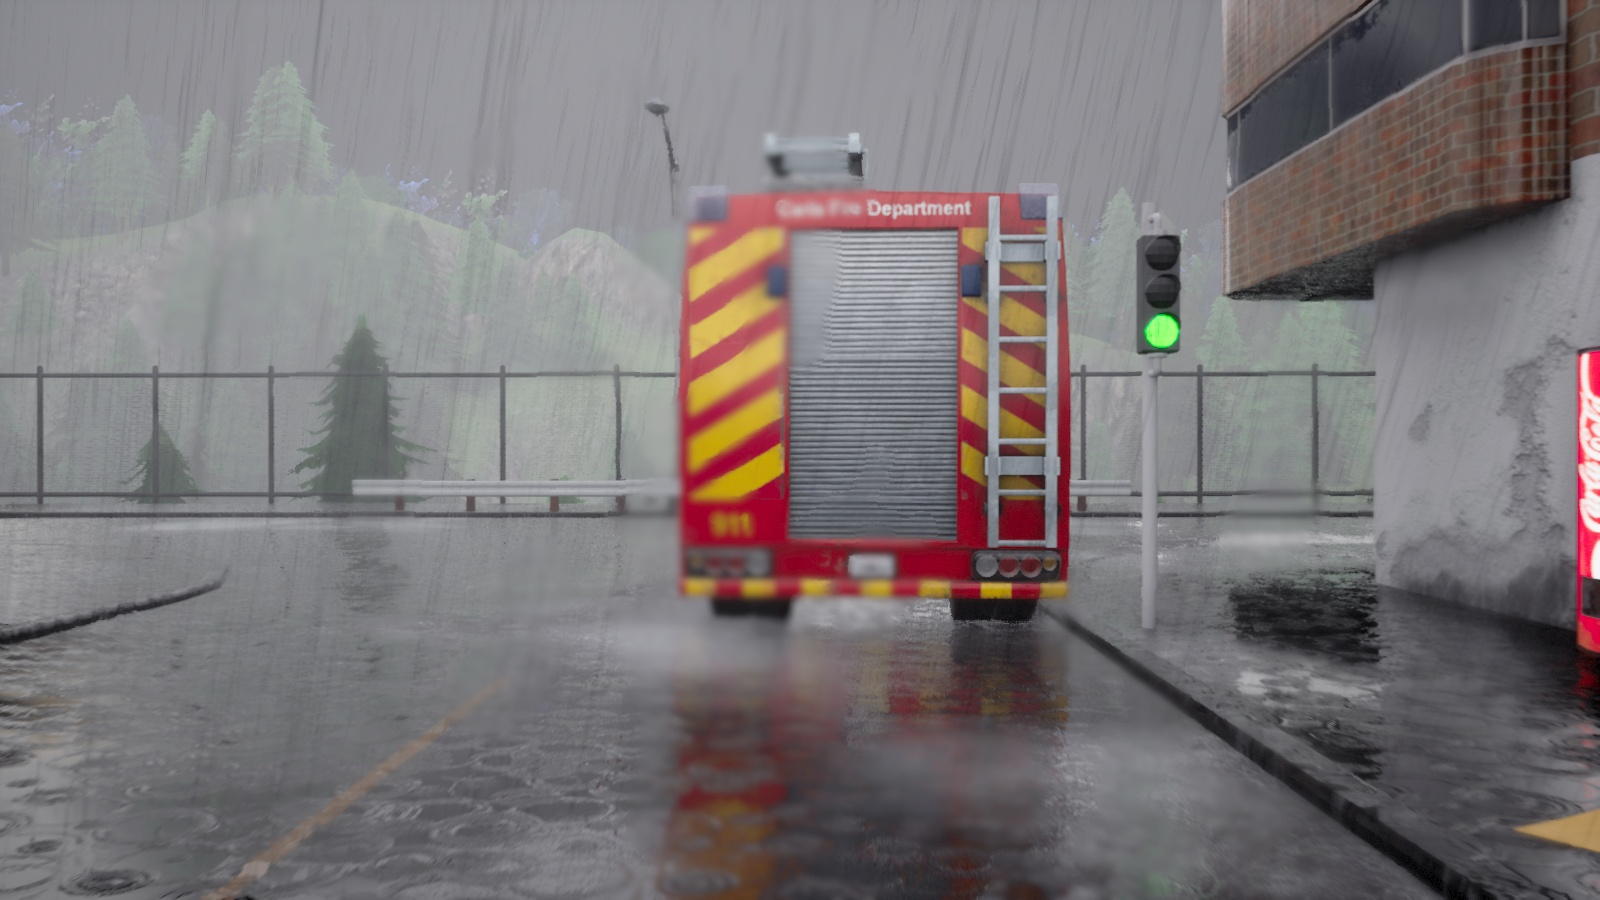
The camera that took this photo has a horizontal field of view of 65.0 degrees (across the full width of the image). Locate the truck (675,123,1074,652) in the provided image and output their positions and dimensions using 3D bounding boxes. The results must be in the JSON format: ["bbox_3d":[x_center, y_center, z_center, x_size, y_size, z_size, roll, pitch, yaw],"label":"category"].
[{"bbox_3d":[0.769,-0.472,13.390,2.891,3.827,8.468,0,0,3],"label":"truck"}]
